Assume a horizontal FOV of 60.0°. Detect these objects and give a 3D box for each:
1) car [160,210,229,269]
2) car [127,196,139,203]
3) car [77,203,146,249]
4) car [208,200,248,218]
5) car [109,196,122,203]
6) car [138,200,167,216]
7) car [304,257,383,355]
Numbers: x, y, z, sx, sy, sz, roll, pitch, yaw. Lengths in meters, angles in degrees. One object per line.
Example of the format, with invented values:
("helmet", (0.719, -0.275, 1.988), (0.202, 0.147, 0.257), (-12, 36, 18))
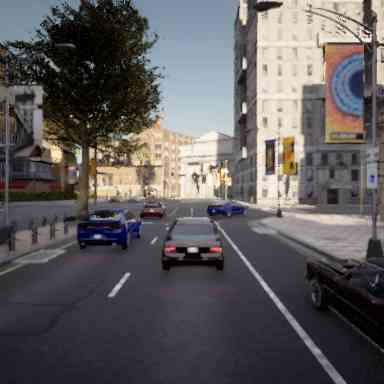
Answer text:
("car", (0.042, 1.550, 11.121), (2.033, 1.411, 5.357), (0, 0, 1))
("car", (-11.509, 1.537, 65.522), (1.812, 1.442, 4.674), (0, 0, 0))
("car", (-3.433, 1.480, 14.628), (1.882, 1.535, 5.008), (0, 0, 0))
("car", (3.398, 1.483, 30.606), (1.882, 1.535, 5.008), (-1, -1, 38))
("car", (-15.001, 1.571, 65.389), (1.994, 1.385, 4.181), (0, 0, 0))
("car", (-3.422, 1.569, 30.454), (1.994, 1.385, 4.181), (0, 0, 0))
("car", (3.250, 1.596, 4.824), (1.895, 1.301, 4.718), (0, 0, 0))
